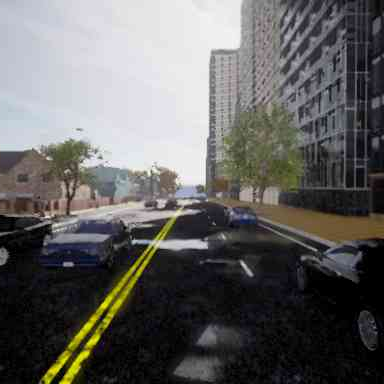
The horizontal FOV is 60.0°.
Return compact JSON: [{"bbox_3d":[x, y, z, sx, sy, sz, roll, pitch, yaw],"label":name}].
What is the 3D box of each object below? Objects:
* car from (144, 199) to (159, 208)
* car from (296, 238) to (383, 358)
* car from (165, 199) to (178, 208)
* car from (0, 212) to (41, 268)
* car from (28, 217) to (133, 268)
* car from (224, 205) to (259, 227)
[{"bbox_3d":[-6.552,1.800,53.964,1.994,1.385,4.181,0,0,1],"label":"car"},{"bbox_3d":[3.347,1.546,5.911,1.812,1.442,4.674,0,0,0],"label":"car"},{"bbox_3d":[-3.302,1.800,53.965,1.994,1.385,4.181,0,0,1],"label":"car"},{"bbox_3d":[-6.601,1.518,11.614,1.882,1.535,5.008,0,0,0],"label":"car"},{"bbox_3d":[-3.352,1.588,11.672,2.033,1.411,5.357,0,0,0],"label":"car"},{"bbox_3d":[3.348,1.635,23.299,2.033,1.411,5.357,0,0,0],"label":"car"}]
